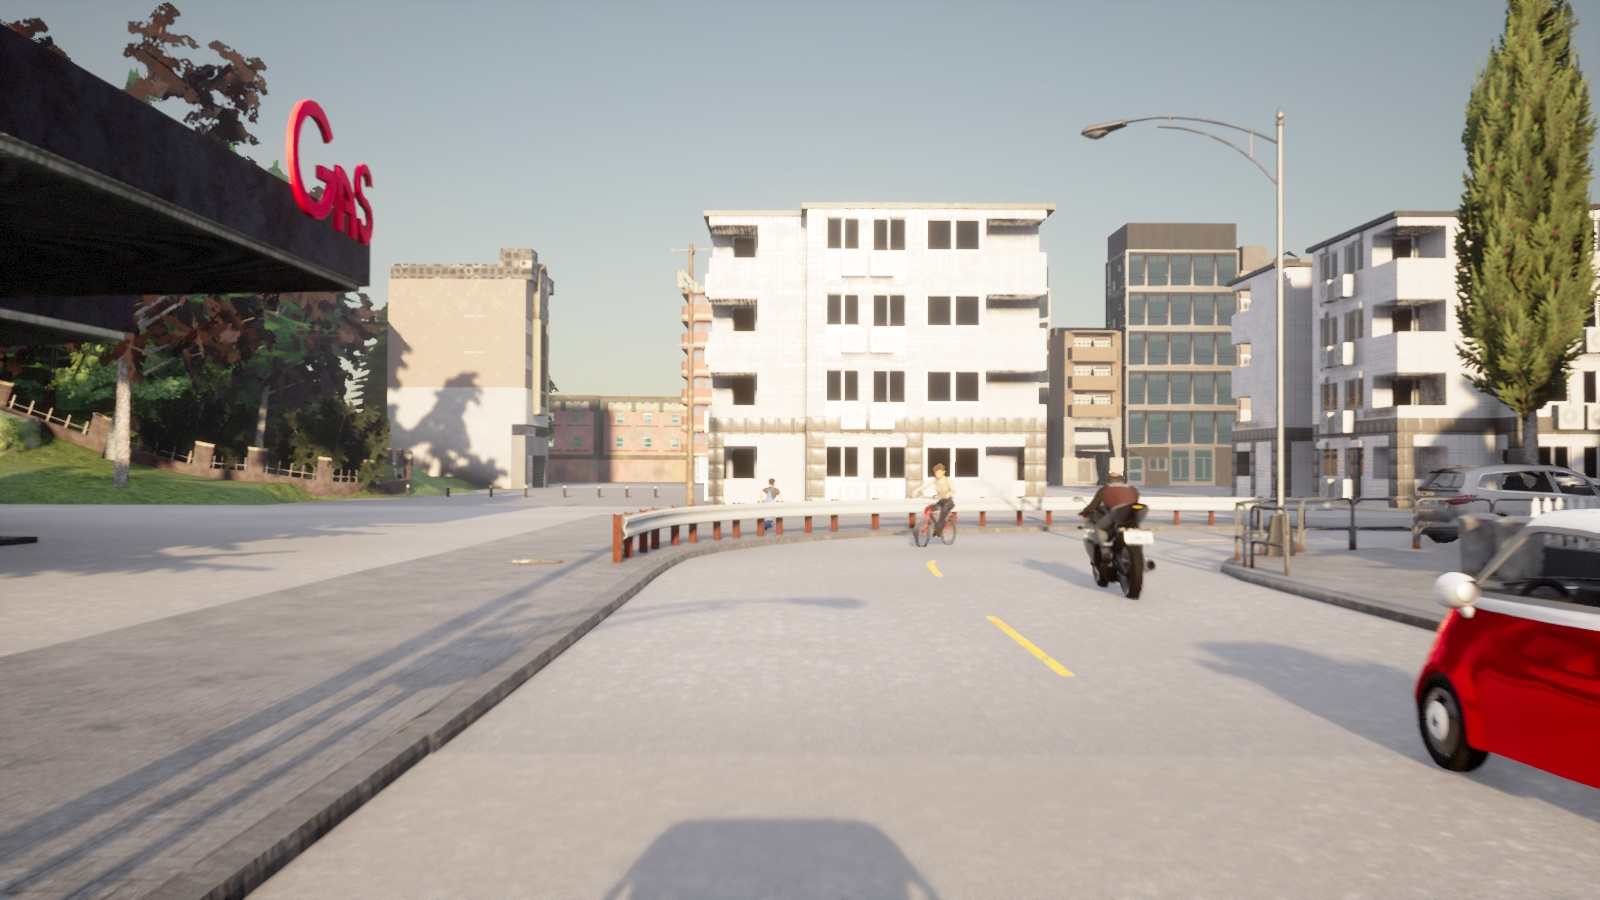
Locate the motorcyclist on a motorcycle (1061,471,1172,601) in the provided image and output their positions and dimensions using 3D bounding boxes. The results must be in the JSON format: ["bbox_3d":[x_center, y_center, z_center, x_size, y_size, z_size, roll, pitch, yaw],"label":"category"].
[{"bbox_3d":[3.977,1.039,15.975,0.866,1.530,2.191,0,-1,1],"label":"motorcyclist on a motorcycle"}]

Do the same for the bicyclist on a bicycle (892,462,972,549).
[{"bbox_3d":[2.598,1.061,24.536,0.866,1.612,1.509,1,0,37],"label":"bicyclist on a bicycle"}]

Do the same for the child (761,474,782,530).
[{"bbox_3d":[-0.654,1.180,28.774,0.270,1.263,0.437,-1,-1,36],"label":"child"}]

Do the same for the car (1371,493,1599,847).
[{"bbox_3d":[3.986,0.927,6.020,1.481,1.376,2.207,0,0,0],"label":"car"}]

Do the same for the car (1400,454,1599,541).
[{"bbox_3d":[15.058,0.930,25.558,4.611,1.667,2.242,0,-1,-2],"label":"car"}]
